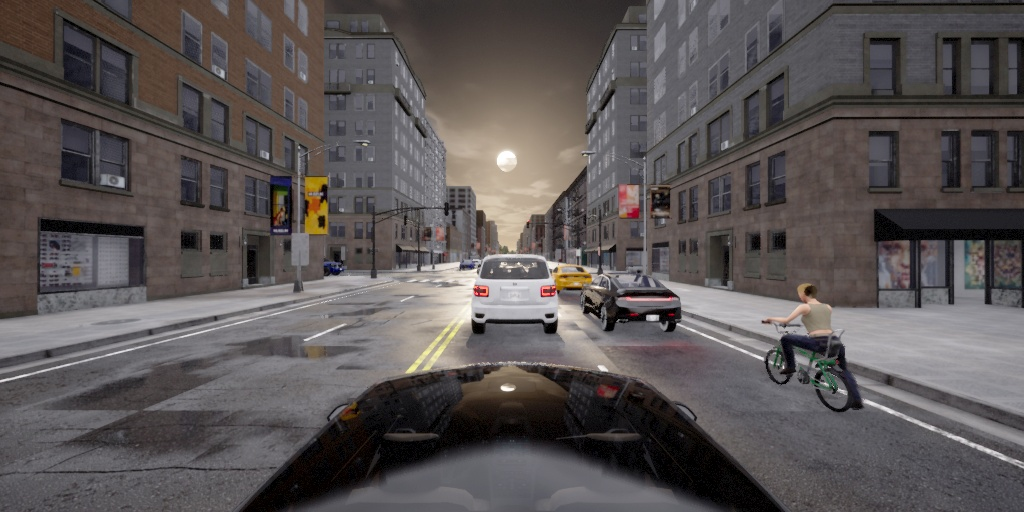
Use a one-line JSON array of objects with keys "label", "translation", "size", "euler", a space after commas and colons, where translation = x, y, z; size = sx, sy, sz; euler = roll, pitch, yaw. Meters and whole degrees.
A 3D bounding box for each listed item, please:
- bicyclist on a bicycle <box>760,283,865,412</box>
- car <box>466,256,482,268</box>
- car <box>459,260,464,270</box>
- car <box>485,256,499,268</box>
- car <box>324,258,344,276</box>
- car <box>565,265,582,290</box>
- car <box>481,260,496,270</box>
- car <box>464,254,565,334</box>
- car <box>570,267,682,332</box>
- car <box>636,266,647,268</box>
[{"label": "bicyclist on a bicycle", "translation": [4.126, 1.187, 5.093], "size": [0.866, 1.612, 1.509], "euler": [0, 0, 0]}, {"label": "car", "translation": [-6.723, 0.996, 64.072], "size": [2.150, 2.045, 5.566], "euler": [0, 0, 0]}, {"label": "car", "translation": [-6.730, 1.249, 54.127], "size": [1.882, 1.535, 5.008], "euler": [0, 0, 0]}, {"label": "car", "translation": [-3.481, 0.996, 62.461], "size": [2.150, 2.045, 5.566], "euler": [0, 0, 0]}, {"label": "car", "translation": [-19.819, 0.959, 35.862], "size": [5.566, 2.045, 2.150], "euler": [0, 0, 2]}, {"label": "car", "translation": [3.201, 1.233, 20.352], "size": [1.882, 1.535, 5.008], "euler": [0, 0, 0]}, {"label": "car", "translation": [-3.471, 1.335, 53.119], "size": [1.994, 1.385, 4.181], "euler": [0, 0, 0]}, {"label": "car", "translation": [0.074, 0.973, 10.789], "size": [2.150, 2.045, 5.566], "euler": [0, 0, 0]}, {"label": "car", "translation": [3.318, 1.243, 10.862], "size": [2.128, 1.511, 4.902], "euler": [0, 0, 0]}, {"label": "car", "translation": [14.955, 1.413, 38.755], "size": [4.718, 1.301, 1.895], "euler": [0, 0, 1]}]
